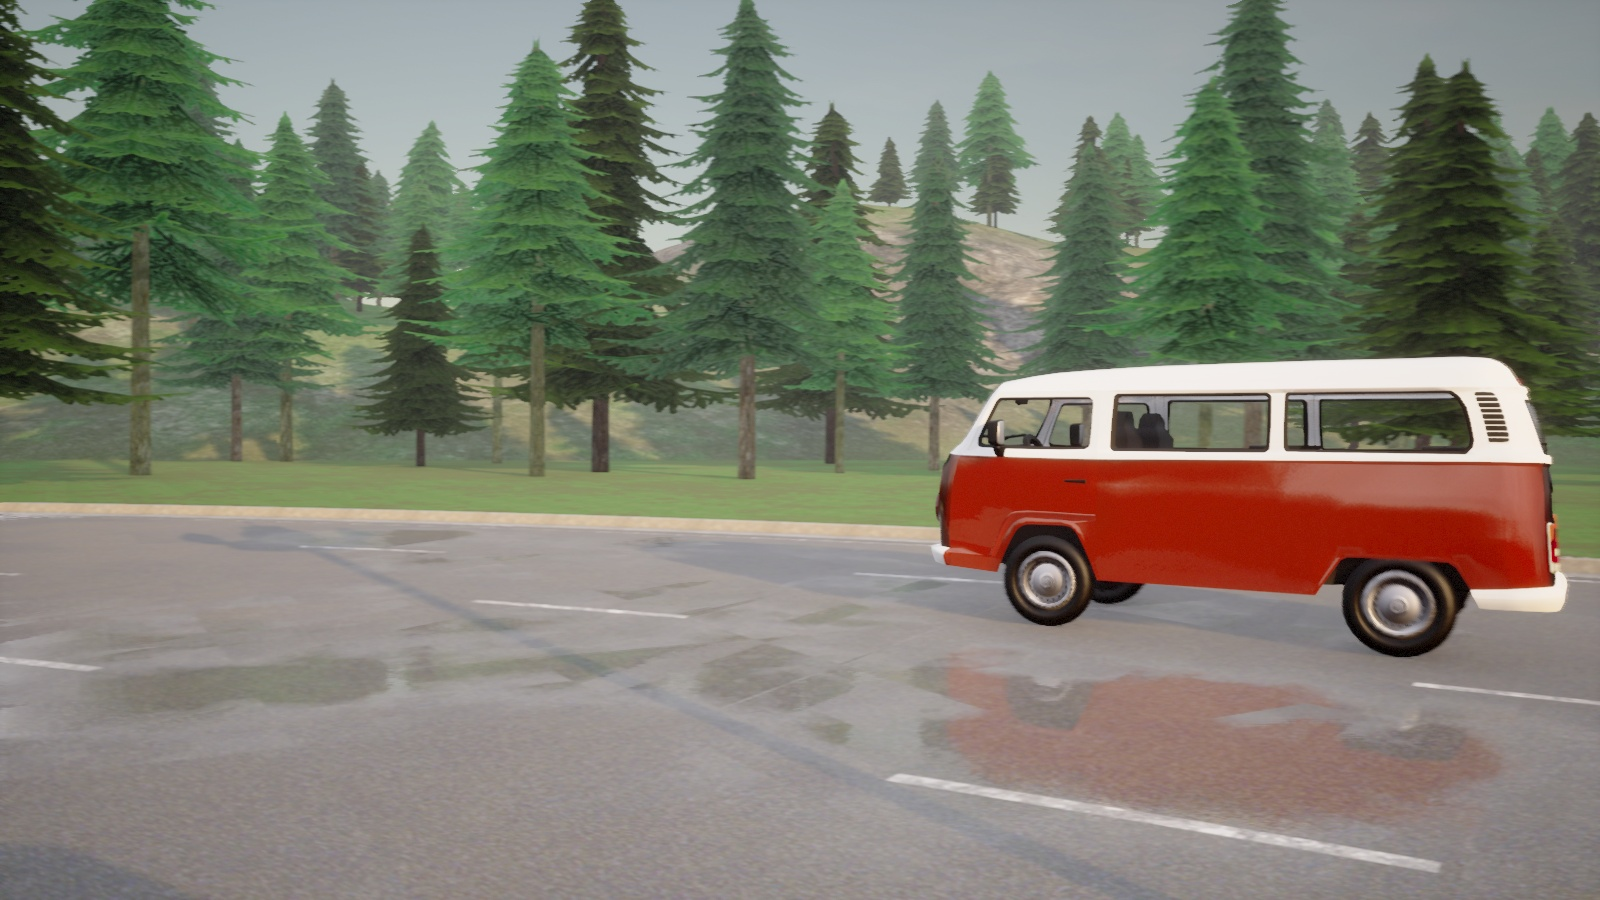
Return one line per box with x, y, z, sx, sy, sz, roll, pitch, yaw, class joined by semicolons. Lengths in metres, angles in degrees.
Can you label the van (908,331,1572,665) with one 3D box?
3.319;0.284;9.707;4.480;2.038;2.069;0;1;31;van
